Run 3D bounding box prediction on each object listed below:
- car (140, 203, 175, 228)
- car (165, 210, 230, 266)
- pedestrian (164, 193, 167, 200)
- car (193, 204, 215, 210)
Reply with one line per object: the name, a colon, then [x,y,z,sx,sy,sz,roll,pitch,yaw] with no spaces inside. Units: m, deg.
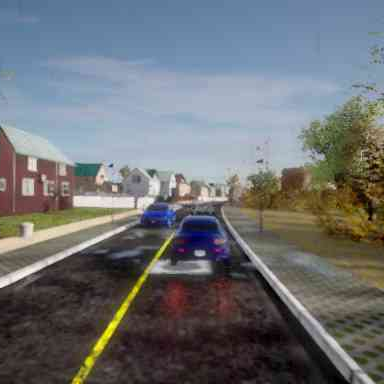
car: [-2.256,1.550,22.760,1.882,1.535,5.008,0,0,3]
car: [0.284,1.556,11.613,1.812,1.442,4.674,0,0,2]
pedestrian: [-5.335,1.155,66.860,0.375,1.860,0.375,0,-4,6]
car: [0.977,1.701,28.189,1.895,1.301,4.718,0,0,3]
